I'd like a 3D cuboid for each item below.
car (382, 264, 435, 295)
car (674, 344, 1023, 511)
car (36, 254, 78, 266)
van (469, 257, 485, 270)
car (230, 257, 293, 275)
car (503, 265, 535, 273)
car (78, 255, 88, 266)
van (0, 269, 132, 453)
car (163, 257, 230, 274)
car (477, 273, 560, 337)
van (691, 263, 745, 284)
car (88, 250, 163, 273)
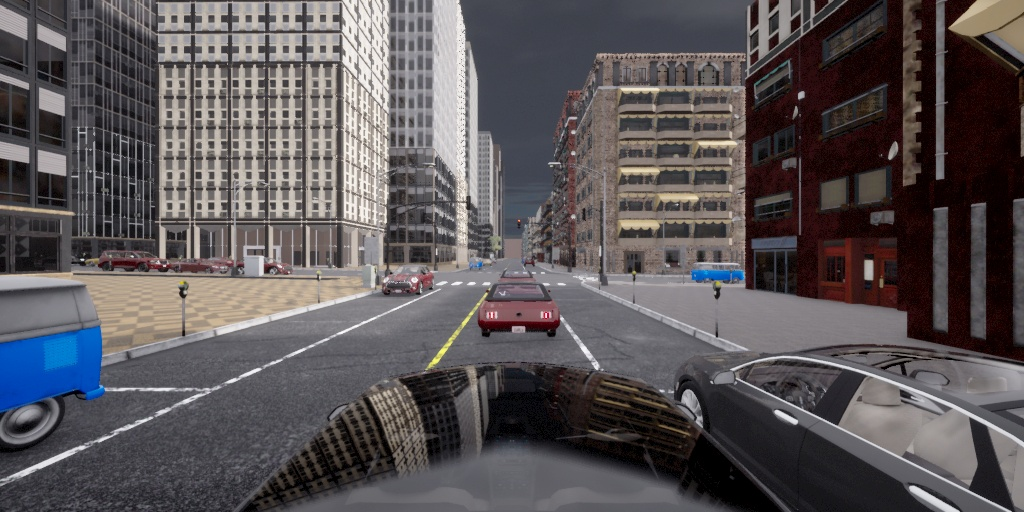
[{"bbox_3d":[-5.531,1.191,19.478,1.967,1.591,4.097,0,0,1],"label":"car"},{"bbox_3d":[2.695,1.300,2.455,2.007,1.370,4.403,0,0,1],"label":"car"},{"bbox_3d":[-48.770,0.398,38.959,4.313,1.339,1.948,0,0,0],"label":"car"},{"bbox_3d":[-5.233,1.103,51.950,1.690,1.789,3.998,0,0,1],"label":"van"},{"bbox_3d":[-20.888,0.821,30.386,4.097,1.591,1.967,0,0,0],"label":"car"},{"bbox_3d":[0.247,1.352,19.396,1.895,1.301,4.718,0,0,0],"label":"car"},{"bbox_3d":[-43.364,0.465,38.922,4.829,1.417,1.751,0,0,0],"label":"car"},{"bbox_3d":[-5.685,1.091,2.533,1.690,1.789,3.998,0,0,1],"label":"van"},{"bbox_3d":[-26.462,0.856,30.424,4.207,1.307,1.802,0,0,0],"label":"car"},{"bbox_3d":[0.176,1.351,10.226,1.895,1.301,4.718,0,0,1],"label":"car"},{"bbox_3d":[17.169,1.456,29.987,3.998,1.789,1.690,0,0,0],"label":"van"},{"bbox_3d":[-32.036,0.482,30.463,5.009,1.841,2.192,0,0,0],"label":"car"}]
